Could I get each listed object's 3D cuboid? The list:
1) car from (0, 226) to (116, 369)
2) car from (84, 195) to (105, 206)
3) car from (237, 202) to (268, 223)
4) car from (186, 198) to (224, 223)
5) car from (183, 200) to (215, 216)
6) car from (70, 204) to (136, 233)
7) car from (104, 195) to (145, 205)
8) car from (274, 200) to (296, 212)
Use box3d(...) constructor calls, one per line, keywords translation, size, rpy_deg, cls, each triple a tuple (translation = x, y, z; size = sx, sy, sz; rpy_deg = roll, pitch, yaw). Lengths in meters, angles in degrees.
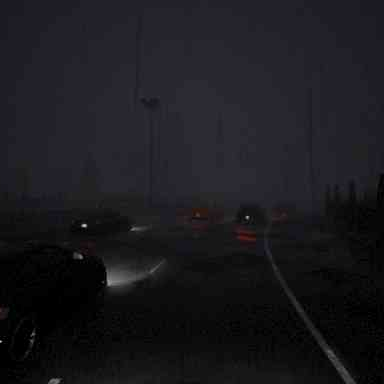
box3d(translation=(-2.987, 1.562, 5.776), size=(1.994, 1.385, 4.181), rpy_deg=(0, 0, 4), cls="car")
box3d(translation=(-11.340, 1.365, 42.926), size=(2.150, 2.045, 5.566), rpy_deg=(0, 0, 25), cls="car")
box3d(translation=(4.742, 1.567, 26.099), size=(1.837, 1.490, 4.892), rpy_deg=(0, 0, 19), cls="car")
box3d(translation=(1.206, 1.540, 26.600), size=(1.882, 1.535, 5.008), rpy_deg=(0, 0, 18), cls="car")
box3d(translation=(0.858, 1.630, 35.450), size=(1.812, 1.442, 4.674), rpy_deg=(0, 0, 23), cls="car")
box3d(translation=(-4.761, 1.589, 17.899), size=(1.994, 1.385, 4.181), rpy_deg=(0, 0, 11), cls="car")
box3d(translation=(-6.837, 1.453, 35.561), size=(2.097, 1.767, 4.553), rpy_deg=(0, 0, 22), cls="car")
box3d(translation=(11.451, 1.660, 40.963), size=(1.812, 1.442, 4.674), rpy_deg=(0, 0, 29), cls="car")
